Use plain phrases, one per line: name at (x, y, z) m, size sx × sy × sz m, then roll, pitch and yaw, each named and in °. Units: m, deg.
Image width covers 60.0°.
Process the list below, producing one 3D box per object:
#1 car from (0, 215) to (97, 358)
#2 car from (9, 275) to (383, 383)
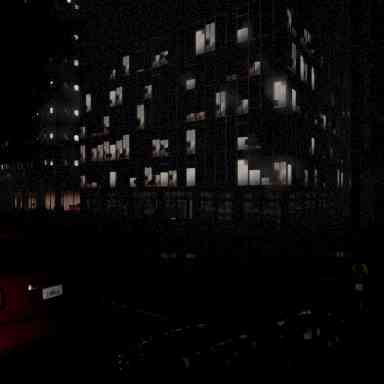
car at (-3.663, 1.315, 5.493) m, size 5.009 × 1.841 × 2.192 m, roll 0°, pitch 0°, yaw 36°
car at (0.832, 1.566, 2.284) m, size 4.313 × 1.339 × 1.947 m, roll 0°, pitch 0°, yaw 36°
